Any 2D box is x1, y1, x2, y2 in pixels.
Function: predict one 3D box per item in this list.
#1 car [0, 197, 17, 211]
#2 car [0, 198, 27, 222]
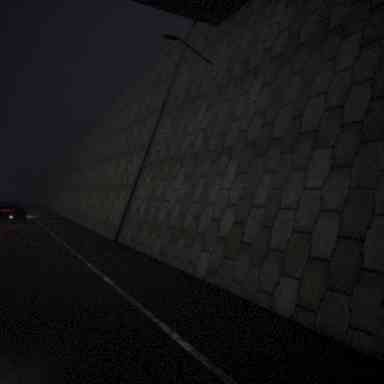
[{"bbox_3d":[-20.735,1.309,37.088,1.895,1.301,4.718,0,0,-30],"label":"car"},{"bbox_3d":[-12.857,1.322,23.522,1.837,1.490,4.892,0,1,-30],"label":"car"}]
